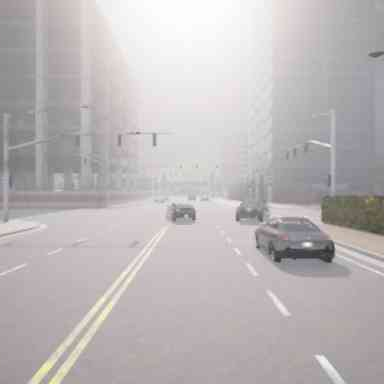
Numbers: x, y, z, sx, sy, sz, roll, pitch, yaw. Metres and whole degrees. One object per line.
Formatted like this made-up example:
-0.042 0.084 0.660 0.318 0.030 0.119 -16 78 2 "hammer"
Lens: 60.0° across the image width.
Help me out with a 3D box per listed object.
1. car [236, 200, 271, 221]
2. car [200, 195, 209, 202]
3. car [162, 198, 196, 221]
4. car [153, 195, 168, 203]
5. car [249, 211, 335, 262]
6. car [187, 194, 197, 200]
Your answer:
5.141 1.420 27.376 2.097 1.767 4.553 0 0 22 "car"
3.526 1.740 86.735 1.812 1.442 4.674 0 0 0 "car"
-1.002 1.577 27.964 1.837 1.490 4.892 1 0 -13 "car"
-6.978 1.707 71.976 2.128 1.511 4.902 0 0 0 "car"
3.569 1.594 12.238 1.994 1.385 4.181 0 0 0 "car"
0.026 1.440 86.157 2.150 2.045 5.566 0 0 0 "car"
